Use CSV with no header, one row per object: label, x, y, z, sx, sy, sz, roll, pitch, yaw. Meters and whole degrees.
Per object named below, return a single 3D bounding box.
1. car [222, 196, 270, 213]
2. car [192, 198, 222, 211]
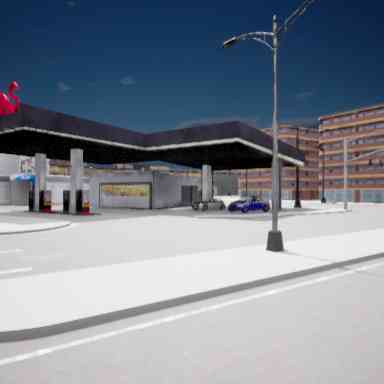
car,5.856,1.251,34.099,4.611,1.667,2.242,0,0,-35
car,1.899,1.411,38.334,3.806,1.475,1.970,0,0,-35
